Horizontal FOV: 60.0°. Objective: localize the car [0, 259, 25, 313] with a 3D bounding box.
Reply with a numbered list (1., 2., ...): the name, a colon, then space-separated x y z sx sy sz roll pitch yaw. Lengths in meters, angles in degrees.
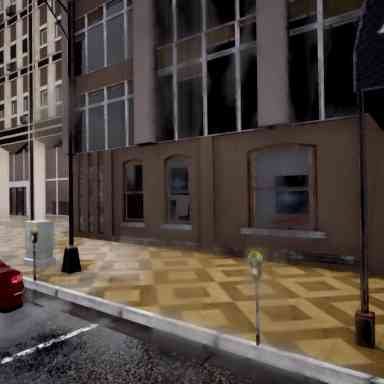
1. car: -4.803 1.584 6.322 4.206 1.307 1.802 0 -1 36
